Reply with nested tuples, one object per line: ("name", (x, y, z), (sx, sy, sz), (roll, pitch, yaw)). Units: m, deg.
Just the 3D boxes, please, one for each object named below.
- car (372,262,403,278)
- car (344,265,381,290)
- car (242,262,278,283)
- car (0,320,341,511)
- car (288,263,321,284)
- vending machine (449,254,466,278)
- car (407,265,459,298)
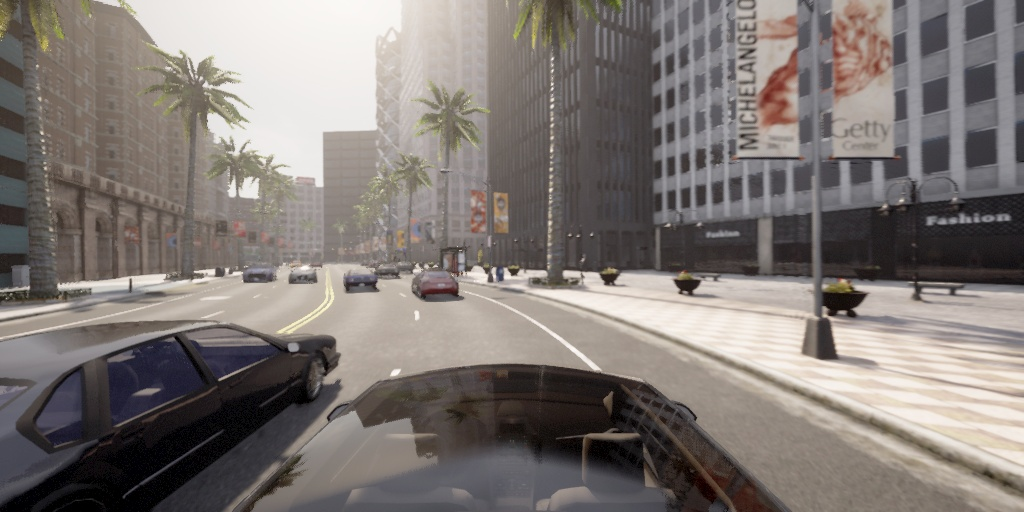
("car", (-13.002, 1.557, 37.182), (1.895, 1.301, 4.718), (0, 0, -27))
("car", (-10.256, 1.501, 24.131), (1.895, 1.301, 4.718), (0, 0, -27))
("car", (-22.262, 1.386, 31.810), (2.097, 1.767, 4.553), (0, 0, -27))
("car", (-3.532, 1.335, 3.298), (2.033, 1.411, 5.357), (-1, 0, -4))
("car", (-17.382, 1.547, 29.989), (1.994, 1.385, 4.181), (0, 0, -27))
("vending machine", (-5.977, 1.089, 39.475), (1.100, 2.100, 0.880), (0, 0, -27))
("car", (-4.205, 1.395, 19.292), (1.994, 1.385, 4.181), (0, 0, -22))
